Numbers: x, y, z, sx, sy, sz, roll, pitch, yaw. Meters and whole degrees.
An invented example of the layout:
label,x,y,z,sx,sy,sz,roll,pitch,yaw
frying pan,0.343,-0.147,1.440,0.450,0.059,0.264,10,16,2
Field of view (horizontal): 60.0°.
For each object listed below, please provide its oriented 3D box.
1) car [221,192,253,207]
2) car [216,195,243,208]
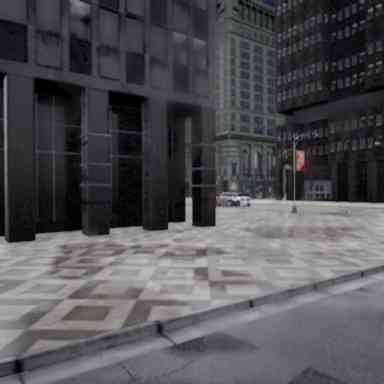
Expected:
label,x,y,z,sx,sy,sz,roll,pitch,yaw
car,6.335,1.069,48.644,2.150,2.045,5.566,0,0,-34
car,4.480,1.431,45.598,1.994,1.385,4.181,0,0,-34
